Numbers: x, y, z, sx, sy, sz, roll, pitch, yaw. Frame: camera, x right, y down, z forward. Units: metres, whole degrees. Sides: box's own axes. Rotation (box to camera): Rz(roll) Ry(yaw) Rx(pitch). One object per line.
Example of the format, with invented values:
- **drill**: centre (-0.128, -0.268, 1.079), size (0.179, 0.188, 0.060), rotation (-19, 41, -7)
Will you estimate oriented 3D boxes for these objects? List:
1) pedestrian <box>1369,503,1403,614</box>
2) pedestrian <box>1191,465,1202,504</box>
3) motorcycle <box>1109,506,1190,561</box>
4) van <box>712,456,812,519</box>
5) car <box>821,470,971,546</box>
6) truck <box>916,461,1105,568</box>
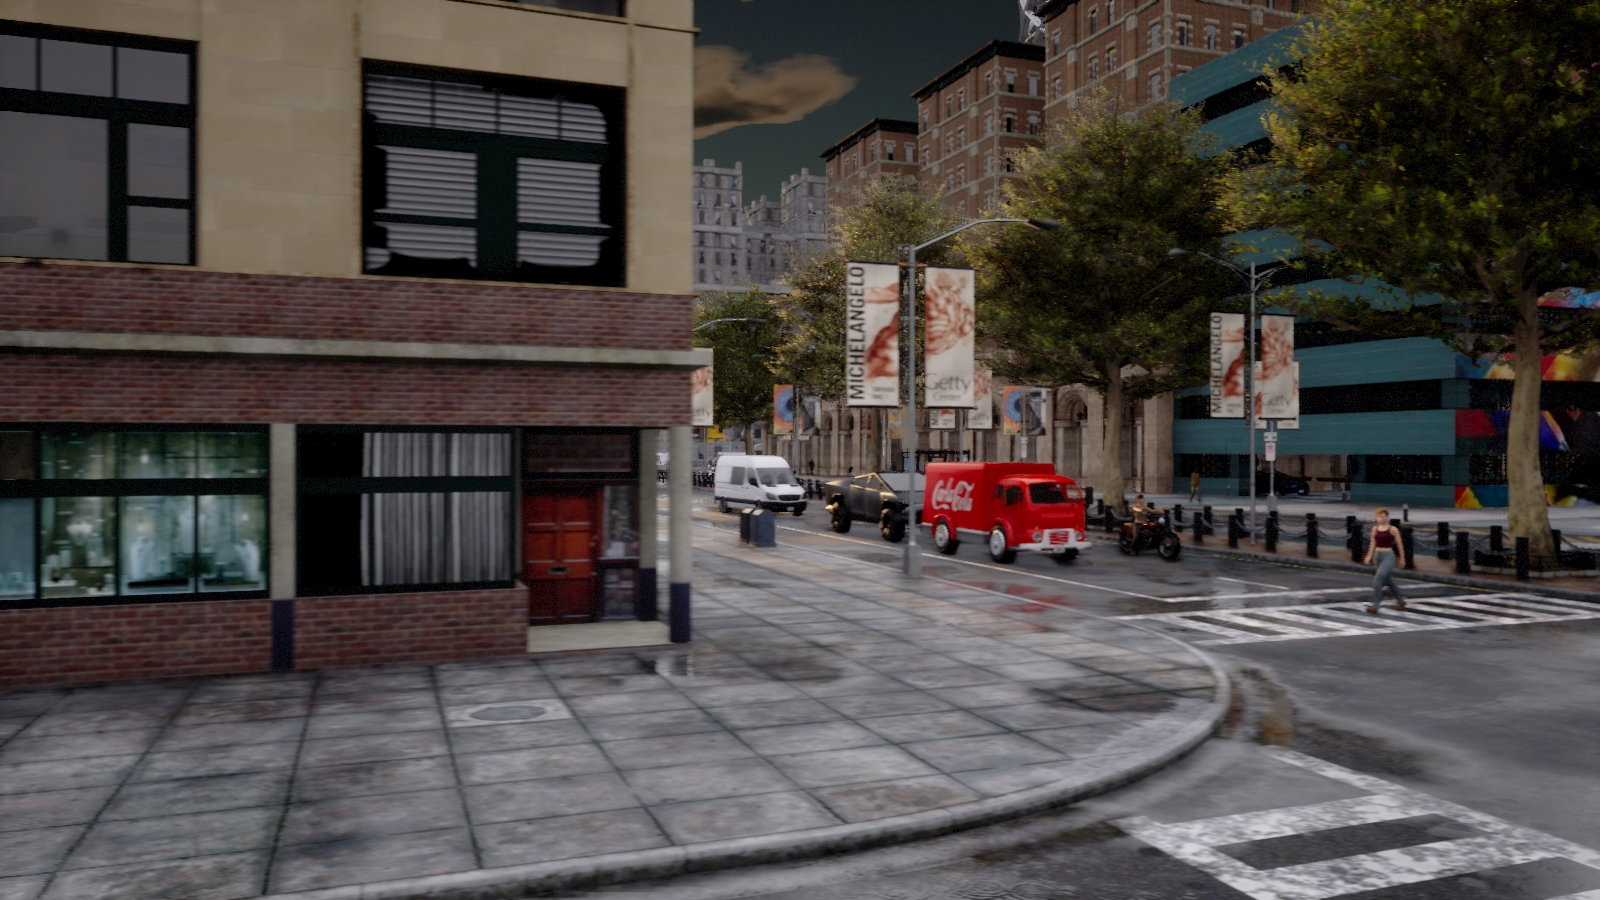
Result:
- **pedestrian**: centre (10.031, 1.849, 19.560), size (0.375, 1.860, 0.375), rotation (0, 0, -26)
- **pedestrian**: centre (19.537, 1.696, 56.306), size (0.375, 1.860, 0.375), rotation (0, 0, -19)
- **motorcycle**: centre (9.169, 2.170, 30.051), size (0.764, 1.277, 2.356), rotation (0, 0, -20)
- **van**: centre (-1.733, 1.535, 49.363), size (1.988, 2.561, 5.915), rotation (0, 0, -27)
- **car**: centre (2.941, 1.754, 36.835), size (2.390, 2.098, 6.274), rotation (0, 0, -20)
- **truck**: centre (5.394, 1.564, 30.187), size (2.627, 2.467, 5.204), rotation (0, 0, -20)
